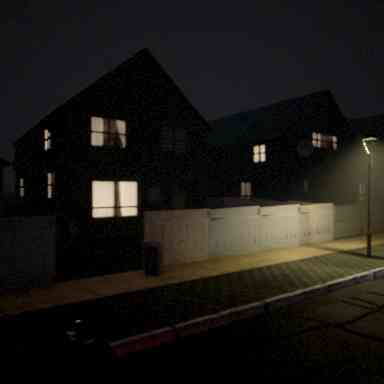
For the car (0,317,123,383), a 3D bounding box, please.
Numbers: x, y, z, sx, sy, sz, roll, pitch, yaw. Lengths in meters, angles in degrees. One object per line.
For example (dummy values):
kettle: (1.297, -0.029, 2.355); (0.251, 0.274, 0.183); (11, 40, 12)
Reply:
car: (-2.597, 1.495, 1.209); (4.902, 1.511, 2.128); (0, 0, -35)
